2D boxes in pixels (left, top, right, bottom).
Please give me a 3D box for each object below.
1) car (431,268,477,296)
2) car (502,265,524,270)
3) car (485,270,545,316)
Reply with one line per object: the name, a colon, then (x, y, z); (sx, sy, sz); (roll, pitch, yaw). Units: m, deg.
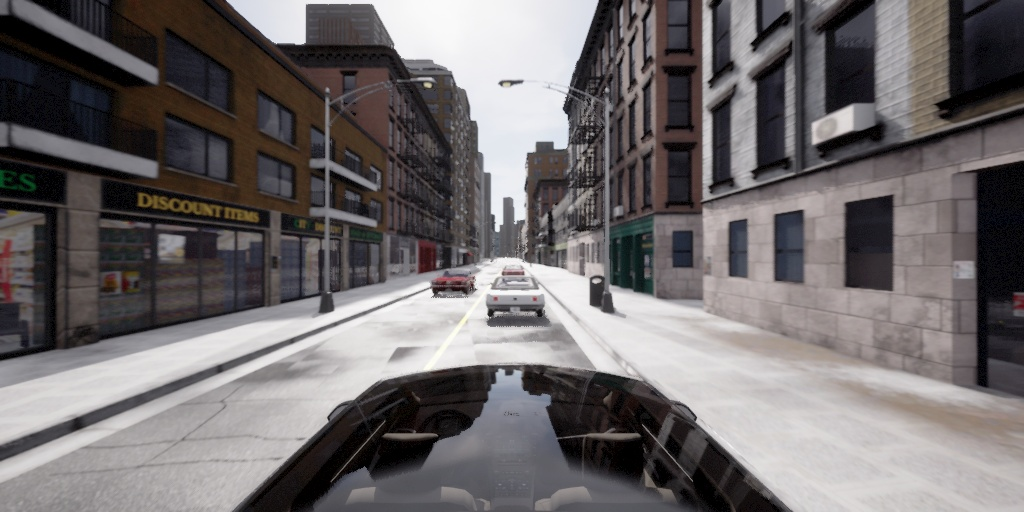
car: (-3.093, 1.369, 19.723); (1.895, 1.301, 4.718); (0, 0, 0)
car: (0.108, 1.379, 30.434); (1.895, 1.301, 4.718); (0, 0, 0)
car: (0.103, 1.363, 13.329); (1.895, 1.301, 4.718); (0, 0, 0)
